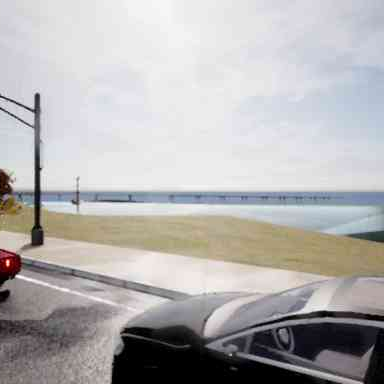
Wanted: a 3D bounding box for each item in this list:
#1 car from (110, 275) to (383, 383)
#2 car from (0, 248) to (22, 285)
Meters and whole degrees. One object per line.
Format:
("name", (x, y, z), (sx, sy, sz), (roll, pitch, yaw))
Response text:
("car", (1.404, 1.491, 2.684), (4.902, 1.511, 2.128), (0, 0, 36))
("car", (-6.246, 1.606, 8.158), (4.718, 1.301, 1.895), (0, 0, 36))
